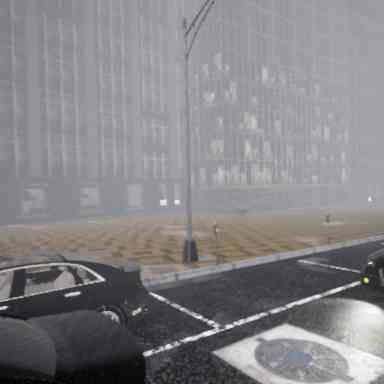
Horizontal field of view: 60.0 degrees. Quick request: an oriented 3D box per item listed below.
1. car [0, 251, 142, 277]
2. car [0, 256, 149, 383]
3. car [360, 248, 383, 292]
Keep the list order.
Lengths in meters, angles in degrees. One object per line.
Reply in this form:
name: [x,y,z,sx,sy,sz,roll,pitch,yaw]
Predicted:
car: [-2.733,1.593,4.606,4.403,1.369,2.008,-1,-1,-36]
car: [-2.584,1.515,1.487,5.008,1.535,1.882,0,0,-34]
car: [5.670,1.508,7.533,4.181,1.385,1.994,-1,0,-35]
